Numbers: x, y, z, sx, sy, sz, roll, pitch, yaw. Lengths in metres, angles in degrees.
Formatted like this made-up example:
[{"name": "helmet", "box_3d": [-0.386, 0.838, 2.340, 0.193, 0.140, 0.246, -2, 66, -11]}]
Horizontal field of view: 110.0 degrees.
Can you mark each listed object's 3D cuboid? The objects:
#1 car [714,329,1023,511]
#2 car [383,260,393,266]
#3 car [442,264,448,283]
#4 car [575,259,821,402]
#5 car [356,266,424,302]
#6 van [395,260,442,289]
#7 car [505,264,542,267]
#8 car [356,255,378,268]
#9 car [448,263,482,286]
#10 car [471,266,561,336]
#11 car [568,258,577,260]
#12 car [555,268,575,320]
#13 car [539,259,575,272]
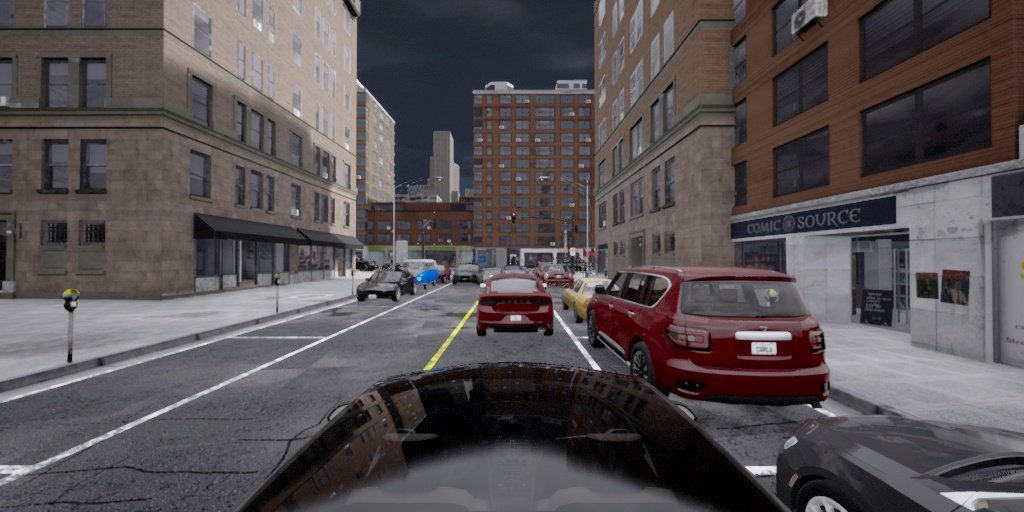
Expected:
[{"name": "car", "box_3d": [2.668, 1.300, 0.721, 2.007, 1.370, 4.403, 0, 0, 0]}, {"name": "car", "box_3d": [-13.379, 1.182, 44.281, 4.892, 1.490, 1.837, 0, -1, 0]}, {"name": "car", "box_3d": [-5.829, 1.318, 28.143, 1.888, 1.381, 4.507, 0, 0, 0]}, {"name": "car", "box_3d": [2.674, 1.066, 6.202, 2.192, 1.841, 5.009, 0, 0, 0]}, {"name": "car", "box_3d": [-5.841, 1.327, 17.178, 1.948, 1.339, 4.313, 0, 0, 0]}, {"name": "van", "box_3d": [-5.835, 1.108, 22.661, 1.690, 1.789, 3.998, 0, 0, 0]}, {"name": "car", "box_3d": [0.115, 1.253, 18.017, 2.128, 1.511, 4.902, 0, 0, 0]}, {"name": "car", "box_3d": [-18.352, 0.830, 41.071, 5.566, 2.045, 2.150, 0, -1, 0]}, {"name": "car", "box_3d": [-2.997, 1.277, 25.407, 1.837, 1.490, 4.892, 0, -1, 1]}, {"name": "car", "box_3d": [0.056, 1.232, 10.466, 1.882, 1.535, 5.008, 0, 0, -1]}, {"name": "car", "box_3d": [8.369, 1.196, 44.124, 4.553, 1.767, 2.097, 0, -1, 0]}, {"name": "car", "box_3d": [2.679, 1.281, 11.855, 1.751, 1.417, 4.829, 0, 0, 0]}, {"name": "car", "box_3d": [2.690, 1.206, 22.650, 1.967, 1.591, 4.097, 0, 0, 0]}]
